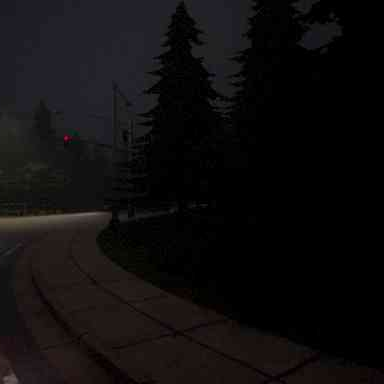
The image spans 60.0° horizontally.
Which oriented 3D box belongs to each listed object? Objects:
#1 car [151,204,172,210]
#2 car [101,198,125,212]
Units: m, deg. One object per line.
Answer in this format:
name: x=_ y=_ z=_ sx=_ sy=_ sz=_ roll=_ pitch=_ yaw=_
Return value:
car: x=-4.172 y=1.347 z=38.110 sx=2.097 sy=1.767 sz=4.553 roll=0 pitch=0 yaw=26
car: x=-8.328 y=1.486 z=38.235 sx=2.128 sy=1.511 sz=4.902 roll=0 pitch=0 yaw=27
